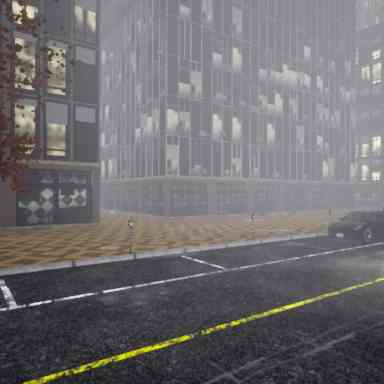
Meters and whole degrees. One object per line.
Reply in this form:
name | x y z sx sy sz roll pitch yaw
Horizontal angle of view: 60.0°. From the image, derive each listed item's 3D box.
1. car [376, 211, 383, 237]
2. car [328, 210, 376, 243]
car | 10.347 1.487 14.264 4.902 1.511 2.128 0 0 -35
car | 8.390 1.562 16.056 4.313 1.339 1.947 0 0 -35
